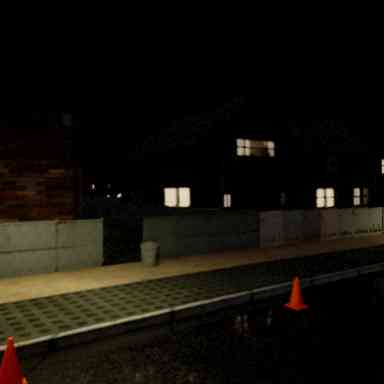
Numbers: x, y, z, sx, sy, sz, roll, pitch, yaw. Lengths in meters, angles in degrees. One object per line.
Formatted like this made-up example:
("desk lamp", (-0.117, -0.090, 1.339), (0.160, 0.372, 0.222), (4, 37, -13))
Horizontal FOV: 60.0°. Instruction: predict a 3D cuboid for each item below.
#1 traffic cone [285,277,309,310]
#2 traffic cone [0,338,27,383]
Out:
("traffic cone", (2.101, 1.998, 6.667), (0.340, 0.580, 0.340), (1, 0, -34))
("traffic cone", (-2.060, 1.958, 3.783), (0.340, 0.580, 0.340), (1, 0, -35))
